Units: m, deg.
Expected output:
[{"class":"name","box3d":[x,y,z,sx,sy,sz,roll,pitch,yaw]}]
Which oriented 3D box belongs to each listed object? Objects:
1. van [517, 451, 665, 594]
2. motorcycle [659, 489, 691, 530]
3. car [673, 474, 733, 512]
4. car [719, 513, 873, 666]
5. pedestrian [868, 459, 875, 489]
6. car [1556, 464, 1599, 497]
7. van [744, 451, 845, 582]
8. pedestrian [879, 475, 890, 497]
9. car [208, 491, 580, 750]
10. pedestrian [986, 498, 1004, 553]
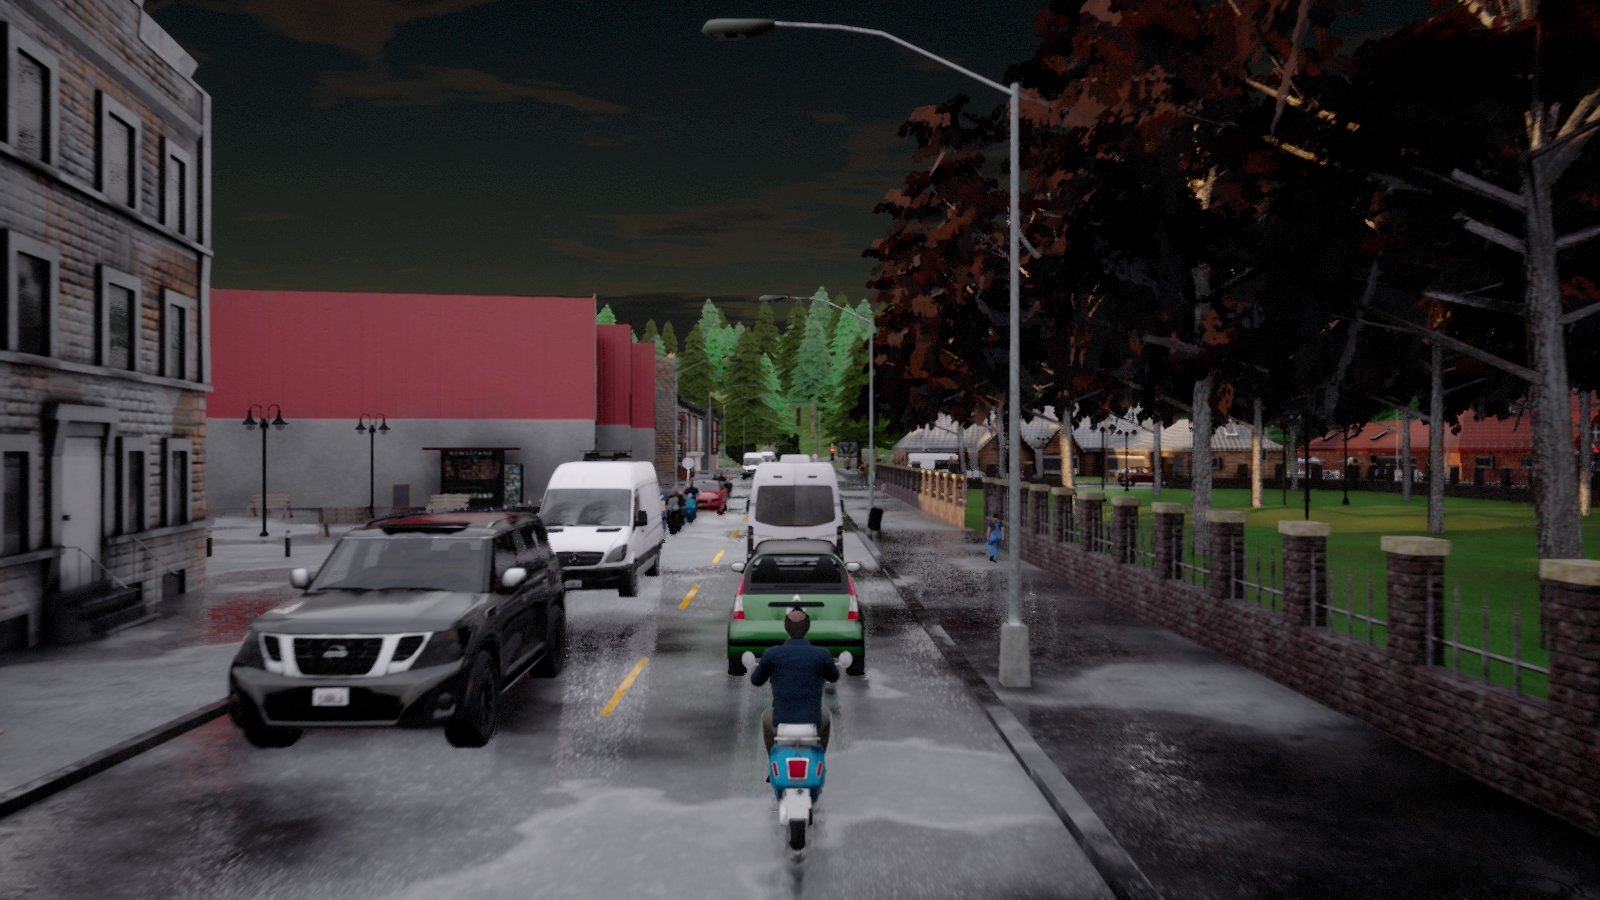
[{"class":"van","box3d":[-4.110,1.314,23.534,1.988,2.561,5.915,0,0,0]},{"class":"motorcycle","box3d":[-4.169,1.984,38.263,0.867,1.251,2.209,0,0,0]},{"class":"car","box3d":[-4.219,1.840,50.331,2.231,1.480,4.892,0,0,0]},{"class":"car","box3d":[-0.059,1.779,15.690,1.851,1.617,3.988,0,0,0]},{"class":"pedestrian","box3d":[4.499,1.521,71.892,0.375,1.860,0.375,0,0,-1]},{"class":"car","box3d":[44.995,1.683,64.127,2.097,1.767,4.553,0,0,0]},{"class":"van","box3d":[-0.120,1.314,25.492,1.988,2.561,5.915,0,0,0]},{"class":"pedestrian","box3d":[4.452,1.903,60.409,0.500,1.100,0.500,0,0,-6]},{"class":"car","box3d":[-4.016,1.562,12.587,2.150,2.045,5.566,0,0,0]},{"class":"pedestrian","box3d":[4.679,1.805,27.446,0.375,1.300,0.375,0,0,-1]}]
